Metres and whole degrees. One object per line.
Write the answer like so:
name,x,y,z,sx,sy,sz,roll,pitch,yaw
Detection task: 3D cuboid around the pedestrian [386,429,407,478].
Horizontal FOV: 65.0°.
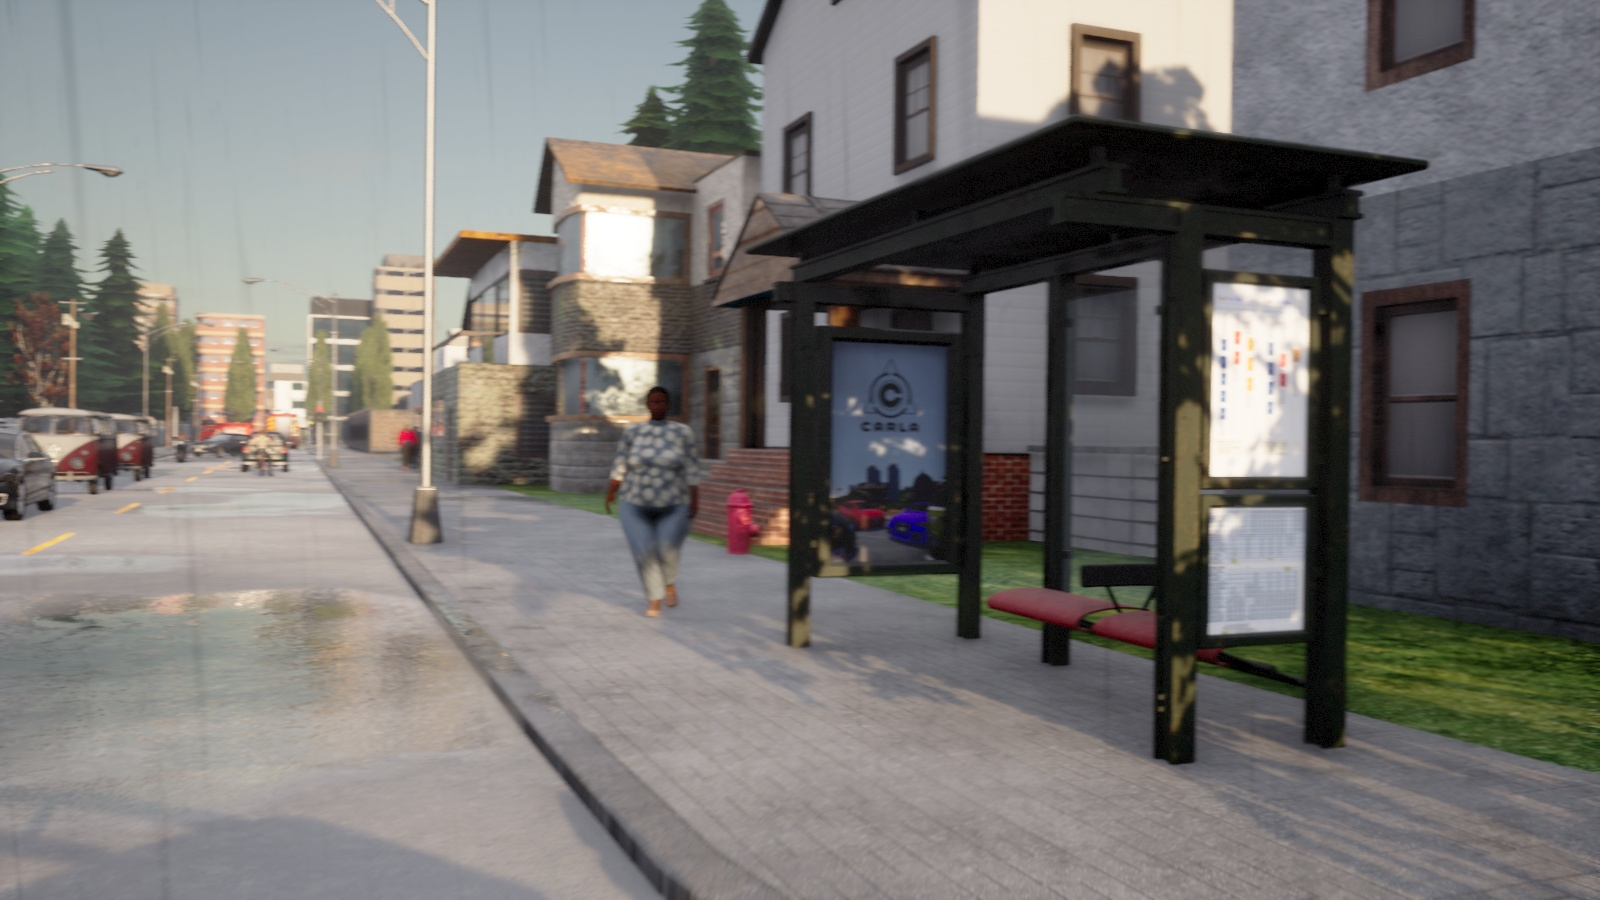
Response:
pedestrian,-15.311,0.141,47.657,0.634,1.844,0.899,0,0,-27

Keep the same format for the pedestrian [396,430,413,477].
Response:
pedestrian,-15.717,0.125,49.853,0.540,1.848,0.694,0,0,-25

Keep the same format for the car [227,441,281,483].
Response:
car,-20.911,0.429,48.188,1.789,1.549,3.705,0,1,-22

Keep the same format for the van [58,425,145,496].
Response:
van,-20.984,0.282,37.869,1.775,1.987,4.442,0,0,-22

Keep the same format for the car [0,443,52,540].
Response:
car,-14.127,0.635,21.236,1.837,1.490,4.892,0,0,-22

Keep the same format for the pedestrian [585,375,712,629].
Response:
pedestrian,-1.135,0.375,9.608,0.874,1.855,0.900,0,0,-1

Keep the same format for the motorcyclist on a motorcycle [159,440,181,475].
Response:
motorcyclist on a motorcycle,-30.142,0.347,60.079,0.766,1.649,2.350,0,1,-23

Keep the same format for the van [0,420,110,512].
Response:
van,-17.594,0.332,29.645,1.775,1.987,4.442,0,0,-22

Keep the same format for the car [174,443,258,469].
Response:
car,-34.605,0.329,74.507,1.812,1.442,4.674,0,0,18
